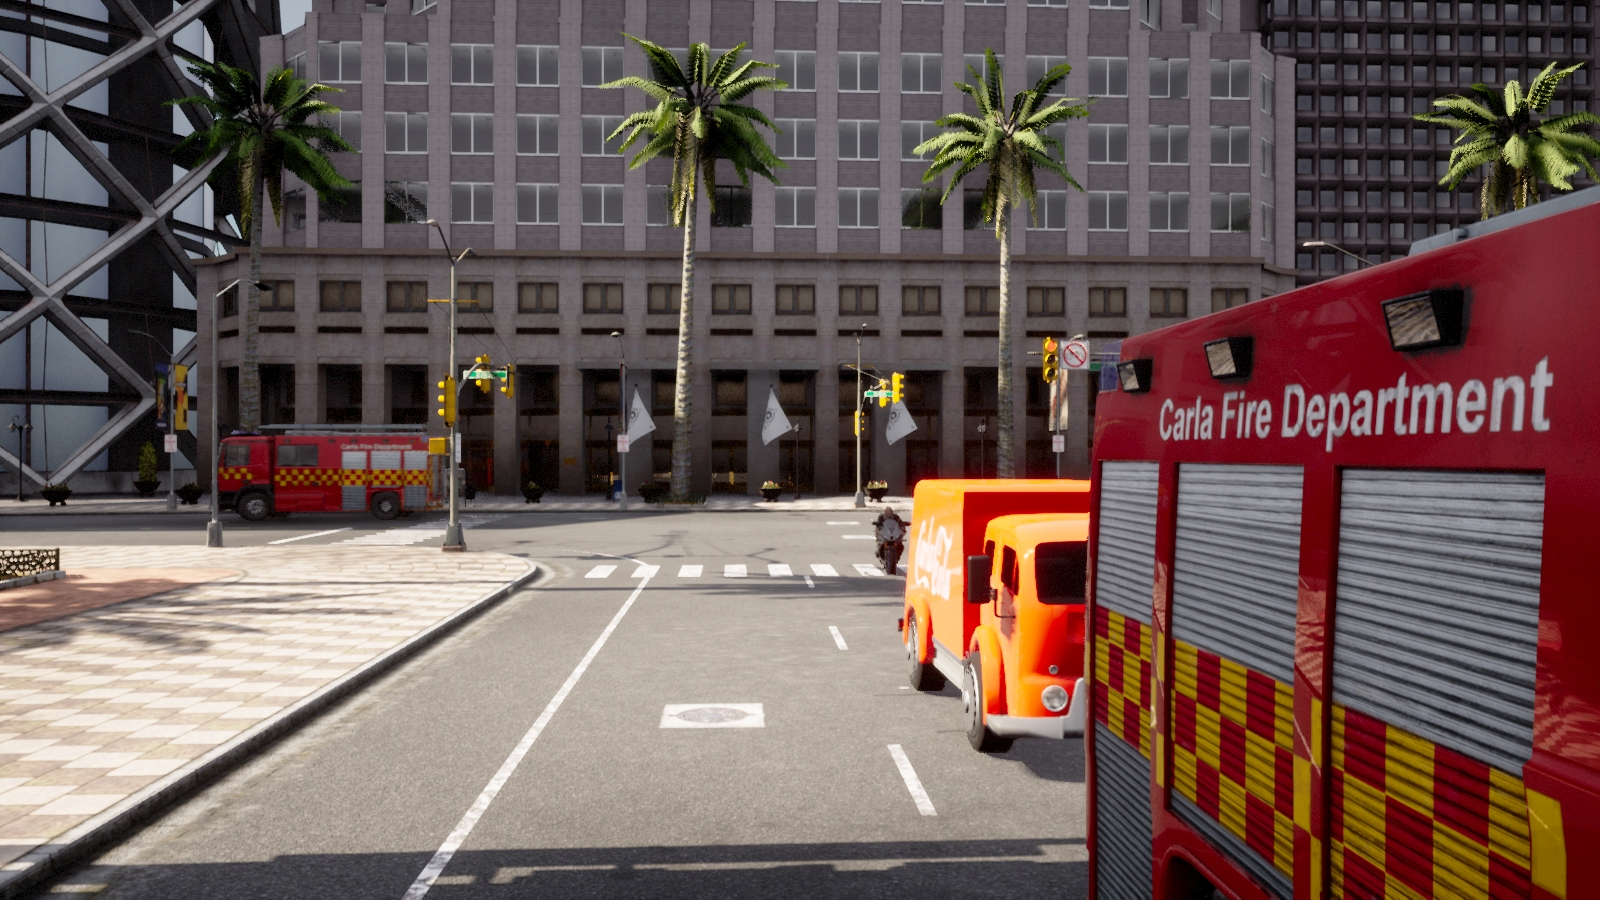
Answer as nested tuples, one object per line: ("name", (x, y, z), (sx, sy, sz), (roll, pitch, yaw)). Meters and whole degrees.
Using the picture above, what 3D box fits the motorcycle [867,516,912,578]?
("motorcycle", (2.042, 2.207, 26.384), (0.867, 1.251, 2.209), (0, 0, 0))

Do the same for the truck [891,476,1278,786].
("truck", (2.604, 1.569, 12.184), (2.627, 2.467, 5.204), (0, 0, -3))

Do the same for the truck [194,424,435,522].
("truck", (-19.428, 0.893, 46.203), (8.468, 3.827, 2.891), (0, 0, -6))
